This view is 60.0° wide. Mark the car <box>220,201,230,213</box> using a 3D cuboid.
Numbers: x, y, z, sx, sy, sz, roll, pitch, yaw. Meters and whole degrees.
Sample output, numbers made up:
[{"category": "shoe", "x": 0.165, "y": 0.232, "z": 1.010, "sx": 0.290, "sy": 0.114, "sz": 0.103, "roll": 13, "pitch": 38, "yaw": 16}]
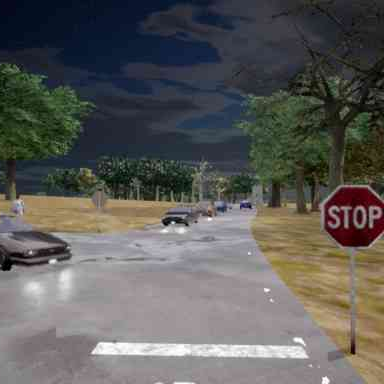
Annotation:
[{"category": "car", "x": 3.562, "y": 1.940, "z": 44.565, "sx": 1.882, "sy": 1.535, "sz": 5.008, "roll": 0, "pitch": -1, "yaw": 12}]

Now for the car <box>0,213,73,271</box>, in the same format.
[{"category": "car", "x": -6.431, "y": 1.401, "z": 10.739, "sx": 5.357, "sy": 1.411, "sz": 2.033, "roll": 5, "pitch": -1, "yaw": 23}]

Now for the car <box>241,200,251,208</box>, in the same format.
[{"category": "car", "x": 10.700, "y": 2.311, "z": 65.625, "sx": 1.882, "sy": 1.535, "sz": 5.008, "roll": 0, "pitch": -1, "yaw": 8}]

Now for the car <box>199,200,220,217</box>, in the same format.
[{"category": "car", "x": 1.345, "y": 1.669, "z": 34.770, "sx": 2.097, "sy": 1.767, "sz": 4.553, "roll": 0, "pitch": -1, "yaw": 13}]

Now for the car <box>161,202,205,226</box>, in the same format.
[{"category": "car", "x": -0.703, "y": 1.723, "z": 25.004, "sx": 2.033, "sy": 1.411, "sz": 5.357, "roll": 0, "pitch": -1, "yaw": 12}]

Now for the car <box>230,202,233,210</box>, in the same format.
[{"category": "car", "x": 5.659, "y": 2.225, "z": 54.604, "sx": 1.895, "sy": 1.301, "sz": 4.718, "roll": 0, "pitch": -1, "yaw": 11}]

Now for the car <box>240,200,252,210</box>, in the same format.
[{"category": "car", "x": 9.007, "y": 2.114, "z": 55.432, "sx": 1.882, "sy": 1.535, "sz": 5.008, "roll": 0, "pitch": -1, "yaw": 11}]

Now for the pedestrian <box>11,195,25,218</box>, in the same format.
[{"category": "pedestrian", "x": -9.703, "y": 1.046, "z": 18.425, "sx": 0.375, "sy": 1.860, "sz": 0.375, "roll": 0, "pitch": -4, "yaw": 3}]
